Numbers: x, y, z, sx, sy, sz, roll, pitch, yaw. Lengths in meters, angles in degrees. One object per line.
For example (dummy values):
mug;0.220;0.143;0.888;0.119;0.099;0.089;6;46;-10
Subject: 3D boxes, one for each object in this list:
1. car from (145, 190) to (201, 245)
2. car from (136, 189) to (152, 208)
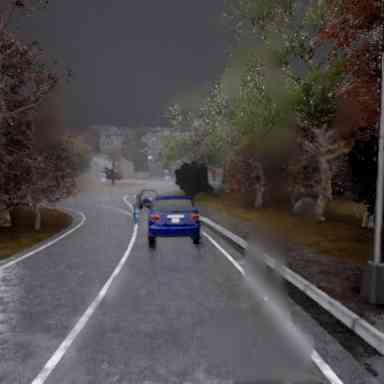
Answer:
car;-0.952;1.123;15.443;2.150;2.045;5.566;-1;1;-7
car;-4.375;0.510;32.983;2.097;1.767;4.553;-1;4;-15
